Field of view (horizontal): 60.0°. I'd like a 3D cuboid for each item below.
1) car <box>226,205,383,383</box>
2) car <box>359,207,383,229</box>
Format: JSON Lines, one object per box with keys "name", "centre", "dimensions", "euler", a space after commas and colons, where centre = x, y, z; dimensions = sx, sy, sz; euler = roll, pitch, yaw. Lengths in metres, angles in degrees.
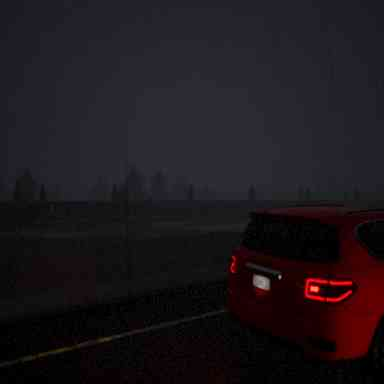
{"name": "car", "centre": [3.160, 1.246, 5.592], "dimensions": [5.566, 2.045, 2.150], "euler": [0, 0, -31]}
{"name": "car", "centre": [14.023, 1.712, 22.790], "dimensions": [4.718, 1.301, 1.895], "euler": [0, 0, -21]}
